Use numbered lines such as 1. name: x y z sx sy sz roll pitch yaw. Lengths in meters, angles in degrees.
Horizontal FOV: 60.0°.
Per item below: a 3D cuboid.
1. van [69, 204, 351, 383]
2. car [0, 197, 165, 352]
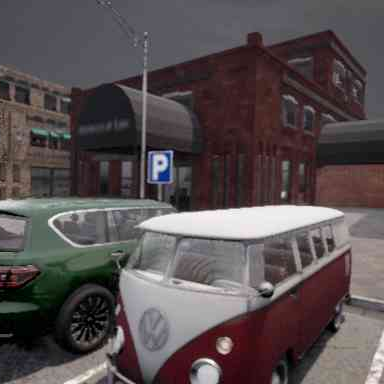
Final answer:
1. van: 0.856 1.219 4.600 1.878 1.987 4.442 2 1 36
2. car: -1.312 1.132 6.340 2.435 2.045 5.566 2 1 36
